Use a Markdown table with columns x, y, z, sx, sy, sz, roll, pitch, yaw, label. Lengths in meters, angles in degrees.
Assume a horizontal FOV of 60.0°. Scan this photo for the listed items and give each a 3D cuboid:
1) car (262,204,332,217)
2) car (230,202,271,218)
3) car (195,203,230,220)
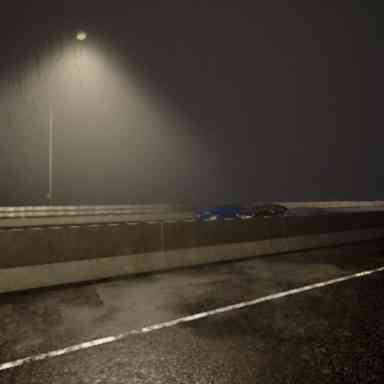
| x | y | z | sx | sy | sz | roll | pitch | yaw | label |
| --- | --- | --- | --- | --- | --- | --- | --- | --- | --- |
| 7.423 | 1.684 | 22.022 | 5.357 | 1.411 | 2.033 | 1 | 0 | -35 | car |
| 5.464 | 1.641 | 24.916 | 4.892 | 1.490 | 1.837 | 1 | 0 | -35 | car |
| 2.512 | 1.604 | 27.127 | 5.008 | 1.535 | 1.882 | 1 | 0 | -35 | car |
